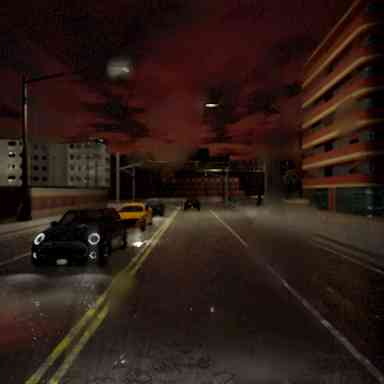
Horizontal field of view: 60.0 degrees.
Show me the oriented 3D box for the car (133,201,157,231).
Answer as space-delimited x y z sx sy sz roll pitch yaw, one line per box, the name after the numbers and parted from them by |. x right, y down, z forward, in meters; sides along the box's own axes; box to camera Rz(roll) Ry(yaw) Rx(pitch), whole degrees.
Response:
-3.579 1.451 20.610 1.882 1.535 5.008 0 0 0 | car

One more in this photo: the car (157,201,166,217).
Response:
-3.527 1.524 30.635 1.994 1.385 4.181 0 0 0 | car

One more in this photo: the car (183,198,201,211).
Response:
0.036 1.452 39.501 1.837 1.490 4.892 0 0 0 | car

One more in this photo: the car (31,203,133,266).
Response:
-3.592 1.337 11.427 2.097 1.767 4.553 0 0 0 | car
